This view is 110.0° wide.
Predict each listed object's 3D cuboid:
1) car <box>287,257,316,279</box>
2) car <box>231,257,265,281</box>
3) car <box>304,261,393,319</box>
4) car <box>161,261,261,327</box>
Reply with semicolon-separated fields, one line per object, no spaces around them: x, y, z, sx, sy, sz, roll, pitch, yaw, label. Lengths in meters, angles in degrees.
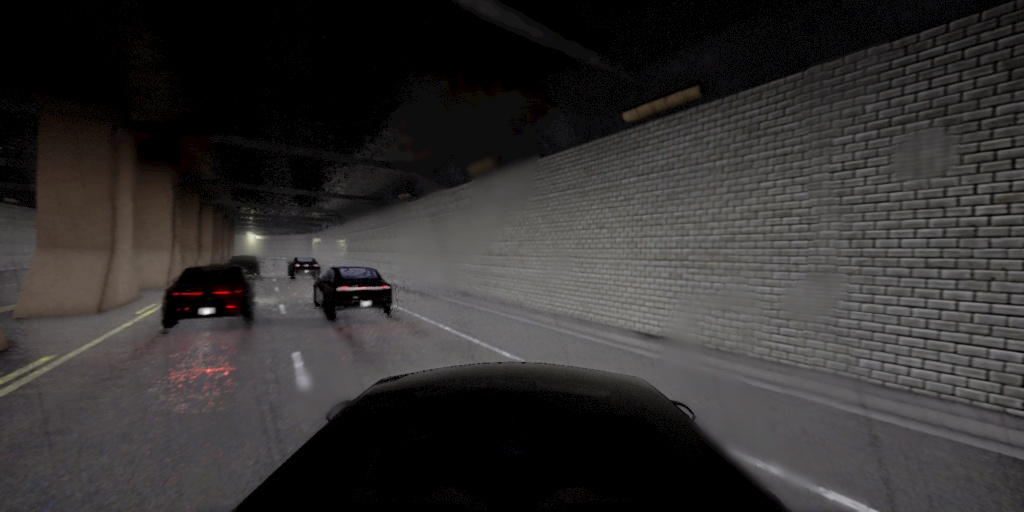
-15.503;0.822;26.706;2.128;1.511;4.902;1;0;-35;car
-18.425;0.773;24.778;1.837;1.490;4.892;1;0;-35;car
-5.476;1.090;12.119;2.128;1.511;4.902;1;0;-35;car
-8.661;1.033;10.574;1.837;1.490;4.892;1;0;-35;car
